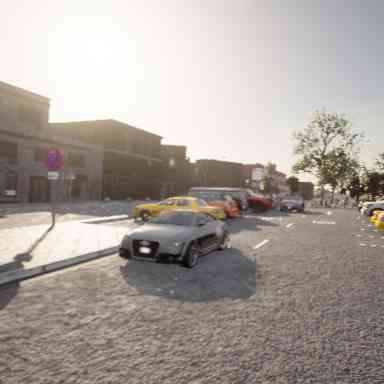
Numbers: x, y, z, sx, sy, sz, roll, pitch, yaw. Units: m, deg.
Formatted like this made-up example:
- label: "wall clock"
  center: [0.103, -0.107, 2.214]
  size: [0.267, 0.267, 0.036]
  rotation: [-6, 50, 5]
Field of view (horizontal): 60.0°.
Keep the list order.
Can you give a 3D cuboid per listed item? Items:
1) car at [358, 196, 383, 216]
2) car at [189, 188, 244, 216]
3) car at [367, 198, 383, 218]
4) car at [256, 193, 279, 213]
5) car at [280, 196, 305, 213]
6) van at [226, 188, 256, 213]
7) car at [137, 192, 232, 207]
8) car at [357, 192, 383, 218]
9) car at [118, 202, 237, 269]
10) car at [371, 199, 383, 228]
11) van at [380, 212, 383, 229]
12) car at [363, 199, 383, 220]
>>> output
- label: "car"
  center: [14.876, 1.119, 23.136]
  size: [5.566, 2.045, 2.435]
  rotation: [2, 1, 24]
- label: "car"
  center: [0.614, 0.799, 21.276]
  size: [4.553, 1.767, 2.185]
  rotation: [2, 1, 24]
- label: "car"
  center: [12.691, 1.370, 17.848]
  size: [5.366, 1.575, 1.946]
  rotation: [2, 1, 24]
- label: "car"
  center: [4.438, 0.682, 29.677]
  size: [5.566, 2.045, 2.435]
  rotation: [2, 1, 24]
- label: "car"
  center: [9.814, 1.121, 32.188]
  size: [2.128, 1.511, 4.902]
  rotation: [2, 0, 25]
- label: "van"
  center: [1.955, 0.699, 24.003]
  size: [4.442, 1.987, 1.878]
  rotation: [2, 1, 24]
- label: "car"
  center: [-0.796, 0.929, 18.713]
  size: [5.366, 1.575, 1.946]
  rotation: [2, 1, 24]
- label: "car"
  center: [17.117, 1.156, 28.117]
  size: [5.566, 2.045, 2.435]
  rotation: [2, 1, 24]
- label: "car"
  center: [-0.335, 1.232, 10.072]
  size: [1.994, 1.385, 4.181]
  rotation: [2, 2, 24]
- label: "car"
  center: [11.586, 1.377, 15.427]
  size: [5.366, 1.575, 1.946]
  rotation: [2, 1, 25]
- label: "van"
  center: [10.159, 1.158, 13.006]
  size: [4.442, 1.987, 1.878]
  rotation: [2, 1, 24]
- label: "car"
  center: [16.033, 1.389, 25.676]
  size: [4.892, 1.521, 2.231]
  rotation: [2, 1, 24]
